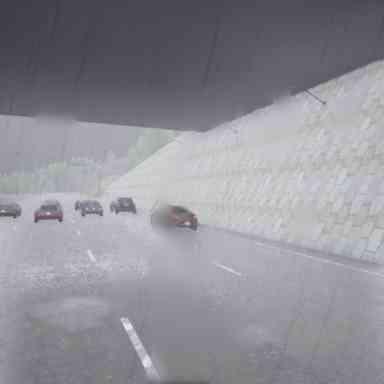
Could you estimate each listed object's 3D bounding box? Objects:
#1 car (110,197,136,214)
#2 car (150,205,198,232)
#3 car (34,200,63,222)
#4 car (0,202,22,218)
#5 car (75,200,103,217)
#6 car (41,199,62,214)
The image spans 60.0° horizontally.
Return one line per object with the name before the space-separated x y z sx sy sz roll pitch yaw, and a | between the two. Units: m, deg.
car | -7.399 1.339 35.385 2.097 1.767 4.553 0 0 -22
car | -1.130 1.519 19.948 1.812 1.442 4.674 0 0 -22
car | -11.223 1.550 26.179 1.994 1.385 4.181 0 0 -21
car | -16.223 1.545 29.211 1.994 1.385 4.181 0 0 -22
car | -9.516 1.533 31.298 2.033 1.411 5.357 0 0 -22
car | -15.520 1.545 36.776 1.994 1.385 4.181 0 0 -22
